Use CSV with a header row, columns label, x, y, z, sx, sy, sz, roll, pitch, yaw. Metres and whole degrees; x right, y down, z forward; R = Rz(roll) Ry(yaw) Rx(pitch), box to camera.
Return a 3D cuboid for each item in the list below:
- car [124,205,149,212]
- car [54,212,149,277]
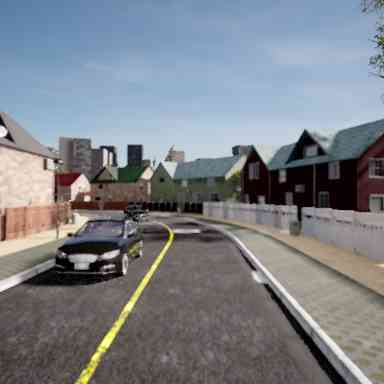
label,x,y,z,sx,sy,sz,roll,pitch,yaw
car,-5.425,2.024,32.216,1.837,1.490,4.892,1,-2,-20
car,-2.745,1.621,10.764,2.128,1.511,4.902,0,-1,0
